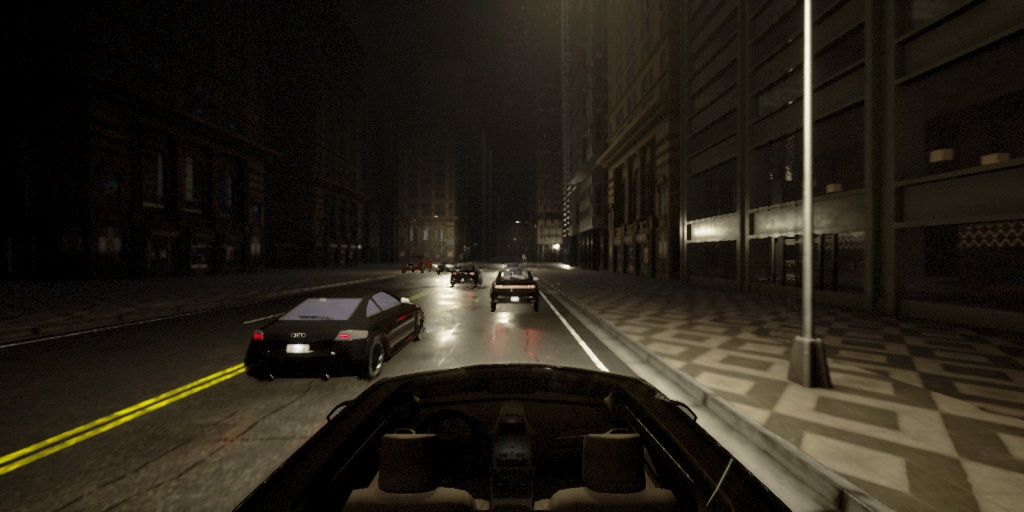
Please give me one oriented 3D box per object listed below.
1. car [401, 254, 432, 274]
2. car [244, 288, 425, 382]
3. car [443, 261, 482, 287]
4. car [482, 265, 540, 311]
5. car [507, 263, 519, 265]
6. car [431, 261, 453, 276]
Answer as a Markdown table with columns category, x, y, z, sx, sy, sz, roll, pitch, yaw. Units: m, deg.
| category | x | y | z | sx | sy | sz | roll | pitch | yaw |
| --- | --- | --- | --- | --- | --- | --- | --- | --- | --- |
| car | -9.743 | 0.758 | 37.164 | 2.150 | 2.045 | 5.566 | 0 | 0 | 0 |
| car | -3.150 | 1.338 | 7.284 | 1.994 | 1.385 | 4.181 | 0 | 0 | 0 |
| car | -3.146 | 1.350 | 25.285 | 2.128 | 1.511 | 4.902 | 0 | 0 | 0 |
| car | 0.103 | 1.300 | 14.902 | 2.128 | 1.511 | 4.902 | 0 | 0 | 0 |
| car | 0.108 | 1.443 | 37.047 | 1.812 | 1.442 | 4.674 | 0 | 0 | 0 |
| car | -6.493 | 1.176 | 37.192 | 2.033 | 1.411 | 5.357 | 0 | 0 | 0 |
